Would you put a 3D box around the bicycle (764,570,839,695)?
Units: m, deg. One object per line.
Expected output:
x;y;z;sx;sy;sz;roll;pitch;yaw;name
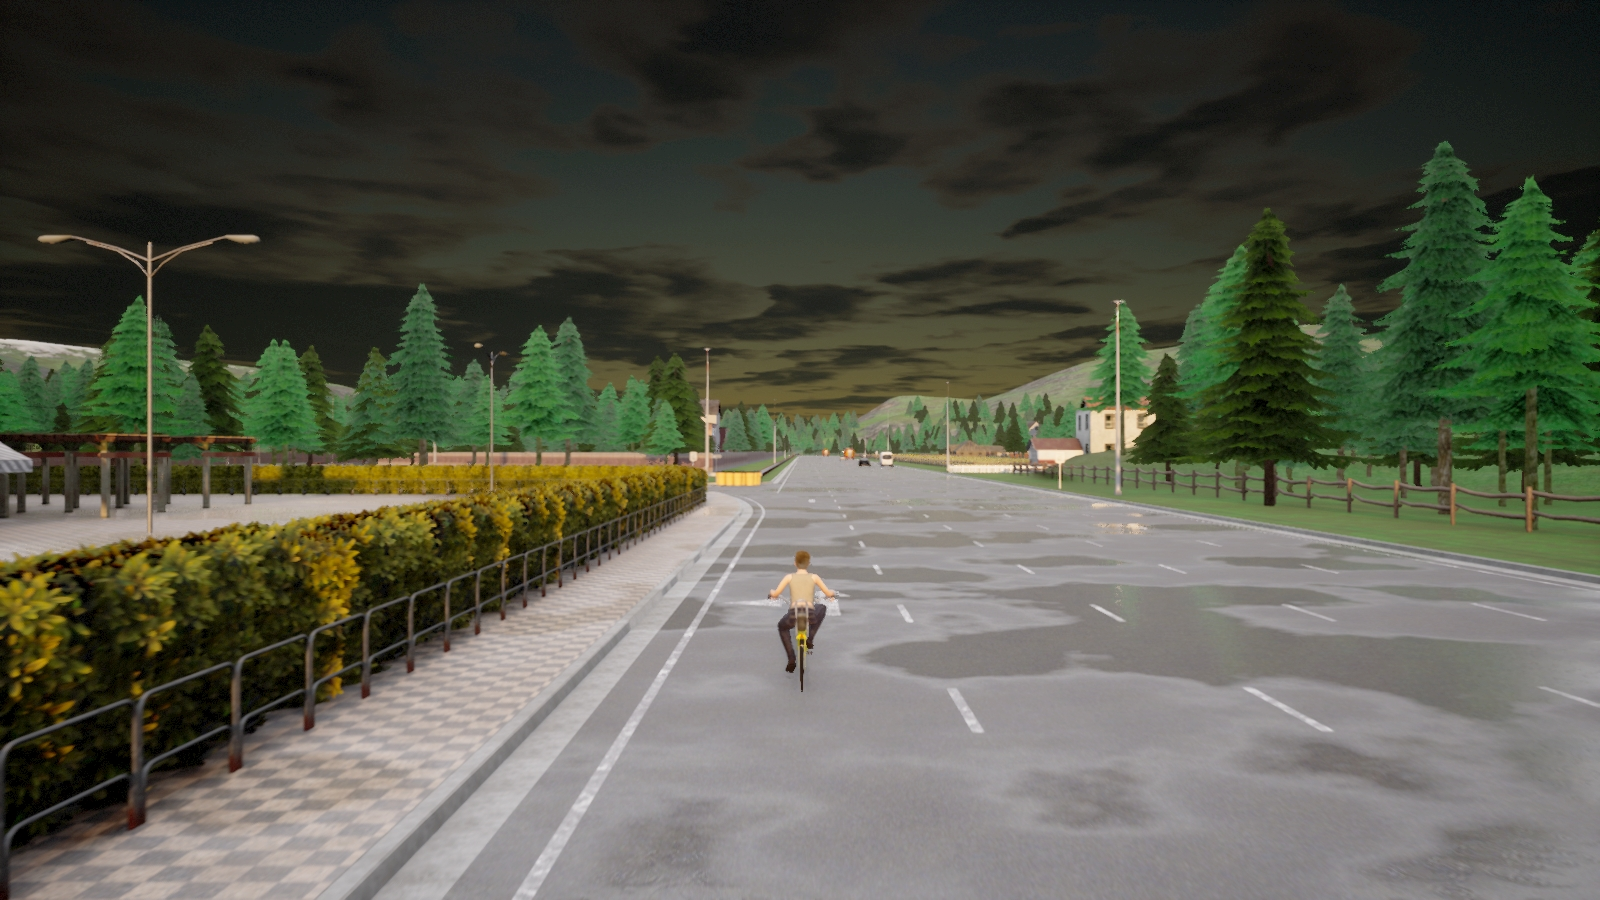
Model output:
0.025;2.167;13.815;0.859;1.276;1.487;0;0;0;bicycle
